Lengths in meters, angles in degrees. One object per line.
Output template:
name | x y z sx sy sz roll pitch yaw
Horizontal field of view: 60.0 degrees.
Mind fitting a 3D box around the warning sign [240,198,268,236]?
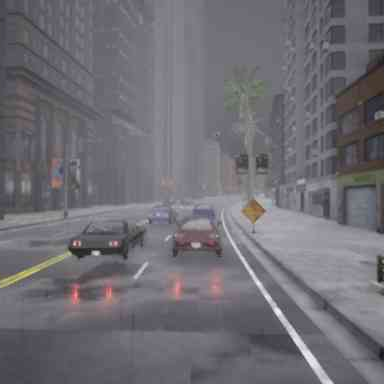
warning sign | 3.204 1.275 17.343 1.300 1.860 1.060 0 -1 3

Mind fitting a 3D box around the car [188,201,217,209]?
car | 1.064 1.719 28.733 1.882 1.535 5.008 0 0 5

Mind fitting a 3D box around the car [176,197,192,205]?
car | -1.159 1.817 65.458 2.097 1.767 4.553 0 0 10

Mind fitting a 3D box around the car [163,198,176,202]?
car | -4.358 1.950 66.011 1.882 1.535 5.008 0 0 10

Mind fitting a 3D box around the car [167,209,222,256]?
car | 0.249 1.655 13.604 1.812 1.442 4.674 0 0 3

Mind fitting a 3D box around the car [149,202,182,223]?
car | -2.326 1.782 27.238 2.033 1.411 5.357 0 0 4

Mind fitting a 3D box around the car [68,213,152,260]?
car | -3.032 1.726 13.052 1.895 1.301 4.718 0 0 2
